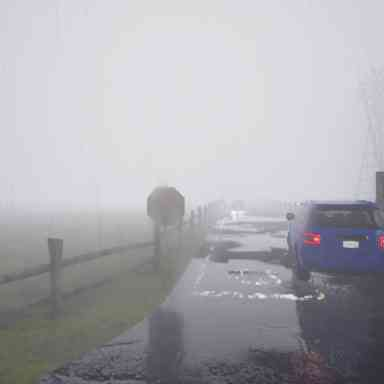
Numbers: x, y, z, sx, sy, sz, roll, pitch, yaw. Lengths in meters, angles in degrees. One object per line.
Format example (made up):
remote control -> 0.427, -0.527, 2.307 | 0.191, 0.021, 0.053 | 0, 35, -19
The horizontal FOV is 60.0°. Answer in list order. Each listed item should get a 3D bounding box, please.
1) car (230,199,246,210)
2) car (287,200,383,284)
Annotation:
car -> 6.535, 1.782, 47.112 | 2.128, 1.511, 4.902 | 0, 0, 7
car -> 4.102, 1.255, 9.860 | 2.150, 2.045, 5.566 | 0, 0, 14
